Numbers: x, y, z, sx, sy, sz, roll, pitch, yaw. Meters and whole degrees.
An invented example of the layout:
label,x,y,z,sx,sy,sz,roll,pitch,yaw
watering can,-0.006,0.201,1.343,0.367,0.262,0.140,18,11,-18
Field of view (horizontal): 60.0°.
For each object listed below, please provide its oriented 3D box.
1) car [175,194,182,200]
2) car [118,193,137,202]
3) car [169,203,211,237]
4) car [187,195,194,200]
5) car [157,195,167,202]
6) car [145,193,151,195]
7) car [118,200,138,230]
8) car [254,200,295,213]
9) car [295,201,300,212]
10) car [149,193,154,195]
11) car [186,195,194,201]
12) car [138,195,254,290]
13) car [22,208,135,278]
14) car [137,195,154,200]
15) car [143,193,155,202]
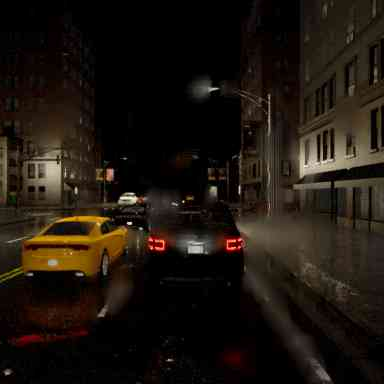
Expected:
label,x,y,z,sx,sy,sz,roll,pitch,yaw
car,-3.760,1.347,91.436,1.837,1.490,4.892,0,0,0
car,-10.144,1.215,52.738,2.150,2.045,5.566,0,0,-1
car,-0.103,1.491,19.077,2.128,1.511,4.902,0,0,0
car,-0.510,1.442,91.484,1.895,1.301,4.718,0,0,0
car,-6.933,1.461,77.737,1.882,1.535,5.008,0,0,0
car,-10.135,1.338,68.370,2.097,1.767,4.553,0,0,0
car,-3.258,1.477,19.784,1.882,1.535,5.008,0,0,0
car,8.223,1.582,34.982,4.181,1.385,1.994,0,0,3
car,12.569,1.600,37.742,4.181,1.385,1.994,0,0,0
car,-6.887,1.535,67.436,2.033,1.411,5.357,0,0,0
car,-0.451,1.457,81.034,1.882,1.535,5.008,0,0,0
car,0.051,1.221,9.210,2.150,2.045,5.566,0,0,0
car,-3.205,1.478,10.124,1.882,1.535,5.008,0,0,0
car,-6.885,1.541,52.337,2.033,1.411,5.357,0,0,-1
car,-10.192,1.201,79.316,2.150,2.045,5.566,0,0,0
